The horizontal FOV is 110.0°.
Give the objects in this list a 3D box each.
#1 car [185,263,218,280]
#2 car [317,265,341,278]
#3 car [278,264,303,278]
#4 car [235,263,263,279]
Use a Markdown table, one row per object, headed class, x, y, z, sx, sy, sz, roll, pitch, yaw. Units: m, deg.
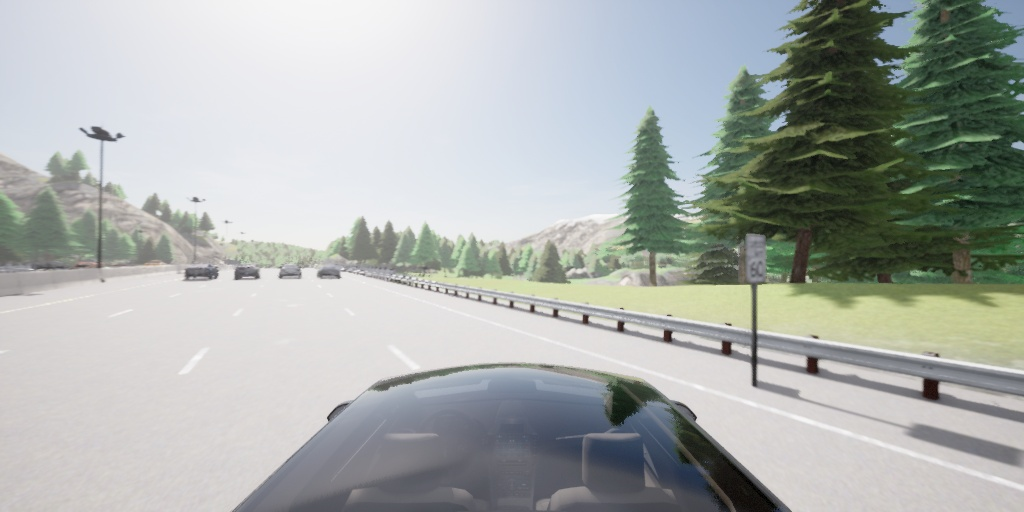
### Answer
| class | x | y | z | sx | sy | sz | roll | pitch | yaw |
| --- | --- | --- | --- | --- | --- | --- | --- | --- | --- |
| car | -28.923 | 1.405 | 33.505 | 2.128 | 1.511 | 4.902 | 1 | -1 | -32 |
| car | -19.613 | 1.613 | 38.410 | 1.994 | 1.385 | 4.181 | 1 | -1 | -32 |
| car | -23.034 | 1.533 | 37.290 | 1.812 | 1.442 | 4.674 | 1 | -1 | -32 |
| car | -25.962 | 1.452 | 35.370 | 2.128 | 1.511 | 4.902 | 1 | -1 | -32 |
